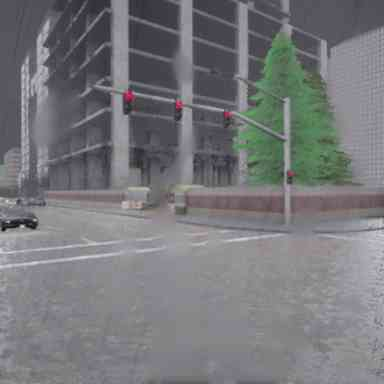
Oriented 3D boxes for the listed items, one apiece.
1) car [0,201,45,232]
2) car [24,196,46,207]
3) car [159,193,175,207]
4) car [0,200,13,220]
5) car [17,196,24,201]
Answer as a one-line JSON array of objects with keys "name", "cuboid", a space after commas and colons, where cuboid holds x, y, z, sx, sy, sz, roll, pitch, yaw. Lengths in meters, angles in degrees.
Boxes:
[{"name": "car", "cuboid": [-10.892, 1.514, 20.461, 2.033, 1.411, 5.357, 0, 0, -36]}, {"name": "car", "cuboid": [-23.161, 1.456, 49.657, 2.128, 1.511, 4.902, 0, 0, -36]}, {"name": "car", "cuboid": [-2.734, 1.071, 43.592, 1.905, 1.878, 3.866, 0, 0, -36]}, {"name": "car", "cuboid": [-16.747, 1.501, 28.561, 1.812, 1.442, 4.674, 0, 0, -36]}, {"name": "car", "cuboid": [-29.256, 1.465, 58.074, 2.128, 1.511, 4.902, 0, 0, -36]}]
